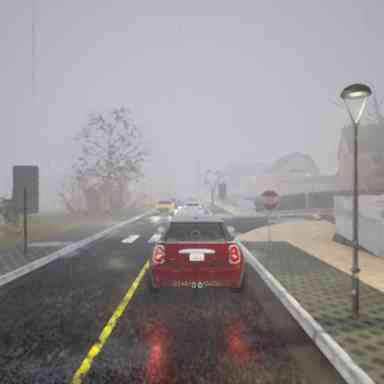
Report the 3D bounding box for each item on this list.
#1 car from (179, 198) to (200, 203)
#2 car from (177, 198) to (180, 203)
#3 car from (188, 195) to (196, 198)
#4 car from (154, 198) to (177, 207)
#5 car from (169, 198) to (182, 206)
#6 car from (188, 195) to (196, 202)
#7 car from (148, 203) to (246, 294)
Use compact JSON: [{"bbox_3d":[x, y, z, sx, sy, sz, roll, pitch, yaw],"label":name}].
[{"bbox_3d":[0.075,1.545,28.807,1.812,1.442,4.674,0,-1,0],"label":"car"},{"bbox_3d":[-2.839,1.576,44.681,1.812,1.442,4.674,0,0,0],"label":"car"},{"bbox_3d":[-0.002,1.654,66.292,1.994,1.385,4.181,0,0,0],"label":"car"},{"bbox_3d":[-2.788,1.513,34.329,1.882,1.535,5.008,0,0,-2],"label":"car"},{"bbox_3d":[-2.817,1.673,57.115,1.895,1.301,4.718,0,0,0],"label":"car"},{"bbox_3d":[-0.003,1.470,76.300,1.812,1.442,4.674,0,0,0],"label":"car"},{"bbox_3d":[0.099,1.360,8.977,2.097,1.767,4.553,0,0,0],"label":"car"}]
